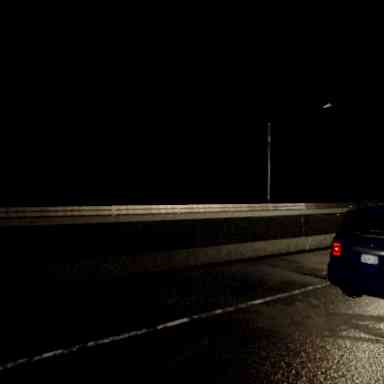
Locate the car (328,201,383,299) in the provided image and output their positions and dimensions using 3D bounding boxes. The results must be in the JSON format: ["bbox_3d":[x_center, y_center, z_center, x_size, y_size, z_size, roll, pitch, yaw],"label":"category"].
[{"bbox_3d":[5.405,1.330,7.603,5.566,2.045,2.150,1,0,-36],"label":"car"}]

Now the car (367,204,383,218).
[{"bbox_3d":[21.084,2.029,36.191,4.181,1.385,1.994,1,-1,-35],"label":"car"}]
